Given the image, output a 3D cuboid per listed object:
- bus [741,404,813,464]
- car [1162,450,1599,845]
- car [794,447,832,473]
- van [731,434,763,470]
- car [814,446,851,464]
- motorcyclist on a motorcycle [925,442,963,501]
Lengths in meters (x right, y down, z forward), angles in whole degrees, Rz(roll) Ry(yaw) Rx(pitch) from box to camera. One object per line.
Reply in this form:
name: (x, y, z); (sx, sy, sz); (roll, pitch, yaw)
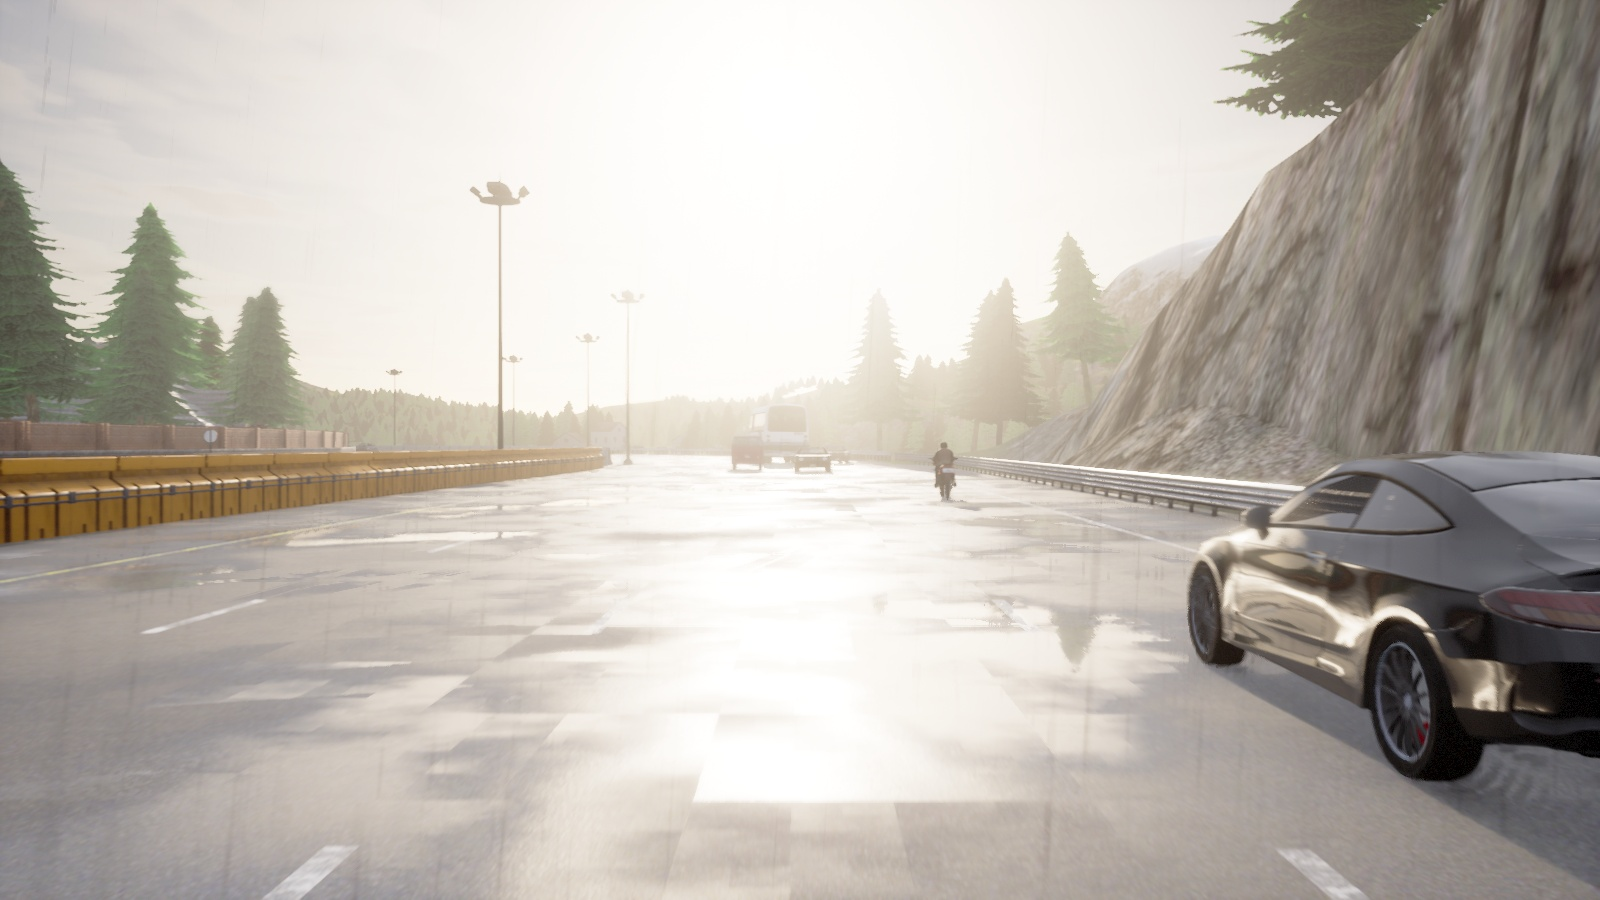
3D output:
bus: (-1.873, -1.163, 94.279); (3.944, 4.253, 10.273); (0, 0, -9)
car: (3.576, 0.736, 7.000); (1.812, 1.442, 4.674); (0, 0, 1)
car: (0.641, 0.476, 65.896); (1.895, 1.301, 4.718); (0, 0, 0)
van: (-3.017, 0.093, 71.808); (1.775, 1.987, 4.442); (0, 0, -2)
car: (2.280, 0.339, 90.432); (1.895, 1.301, 4.718); (0, 0, -8)
motorcyclist on a motorcycle: (3.830, 0.543, 33.497); (0.797, 1.523, 2.044); (0, 0, 1)
